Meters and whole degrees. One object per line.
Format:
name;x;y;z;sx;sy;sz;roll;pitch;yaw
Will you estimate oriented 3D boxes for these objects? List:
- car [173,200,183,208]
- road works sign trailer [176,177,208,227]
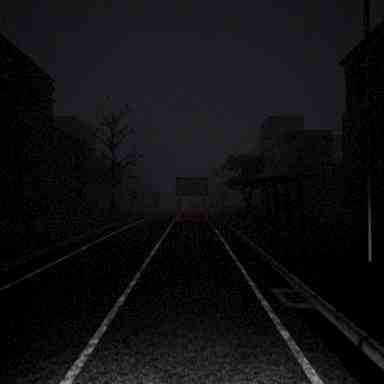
car;-3.009;2.546;70.983;1.837;1.490;4.892;0;-1;0
road works sign trailer;-0.003;0.680;24.642;2.380;3.560;2.880;0;-1;0
